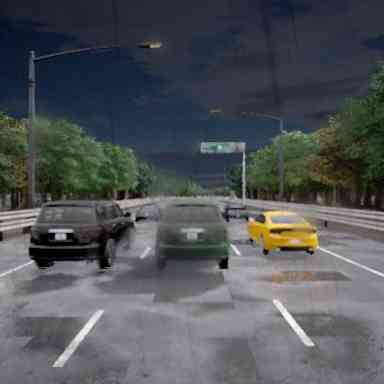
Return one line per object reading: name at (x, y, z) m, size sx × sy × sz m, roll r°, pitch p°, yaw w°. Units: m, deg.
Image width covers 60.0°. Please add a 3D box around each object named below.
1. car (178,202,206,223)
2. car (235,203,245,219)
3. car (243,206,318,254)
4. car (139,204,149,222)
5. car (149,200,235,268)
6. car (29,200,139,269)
car at (0.048, 1.635, 27.675) m, size 2.128 × 1.511 × 4.902 m, roll 0°, pitch 0°, yaw 0°
car at (3.547, 1.635, 27.672) m, size 2.128 × 1.511 × 4.902 m, roll 0°, pitch 0°, yaw 1°
car at (3.554, 1.545, 13.845) m, size 1.882 × 1.535 × 5.008 m, roll 0°, pitch 0°, yaw 0°
car at (-3.452, 1.709, 27.817) m, size 1.994 × 1.385 × 4.181 m, roll 0°, pitch 0°, yaw 1°
car at (0.033, 1.280, 11.586) m, size 2.150 × 2.045 × 5.566 m, roll 0°, pitch 0°, yaw 1°
car at (-3.468, 1.280, 11.530) m, size 2.150 × 2.045 × 5.566 m, roll 0°, pitch 0°, yaw 1°
